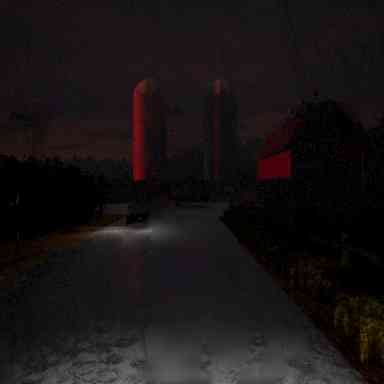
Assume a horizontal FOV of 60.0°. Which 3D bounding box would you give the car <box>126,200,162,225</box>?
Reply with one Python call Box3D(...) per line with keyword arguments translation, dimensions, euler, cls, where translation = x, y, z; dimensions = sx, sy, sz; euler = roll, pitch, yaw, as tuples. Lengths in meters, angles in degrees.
Box3D(translation=(-3.123, 1.308, 22.426), dimensions=(1.882, 1.535, 5.008), euler=(0, 1, 0), cls="car")
